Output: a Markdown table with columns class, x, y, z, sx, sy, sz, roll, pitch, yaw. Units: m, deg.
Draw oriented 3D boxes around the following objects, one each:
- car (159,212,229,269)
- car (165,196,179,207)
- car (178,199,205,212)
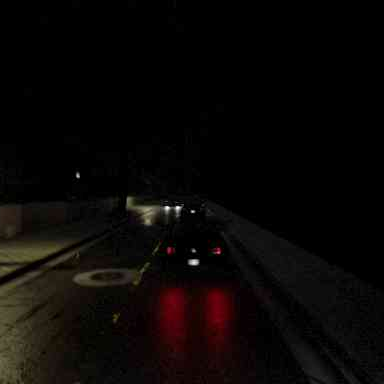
| class | x | y | z | sx | sy | sz | roll | pitch | yaw |
| --- | --- | --- | --- | --- | --- | --- | --- | --- | --- |
| car | 0.065 | 1.569 | 11.024 | 1.895 | 1.301 | 4.718 | 0 | 0 | 0 |
| car | -2.823 | 1.389 | 49.129 | 1.837 | 1.490 | 4.892 | 0 | 0 | 0 |
| car | 0.078 | 1.493 | 27.923 | 1.994 | 1.385 | 4.181 | 0 | 0 | 0 |
